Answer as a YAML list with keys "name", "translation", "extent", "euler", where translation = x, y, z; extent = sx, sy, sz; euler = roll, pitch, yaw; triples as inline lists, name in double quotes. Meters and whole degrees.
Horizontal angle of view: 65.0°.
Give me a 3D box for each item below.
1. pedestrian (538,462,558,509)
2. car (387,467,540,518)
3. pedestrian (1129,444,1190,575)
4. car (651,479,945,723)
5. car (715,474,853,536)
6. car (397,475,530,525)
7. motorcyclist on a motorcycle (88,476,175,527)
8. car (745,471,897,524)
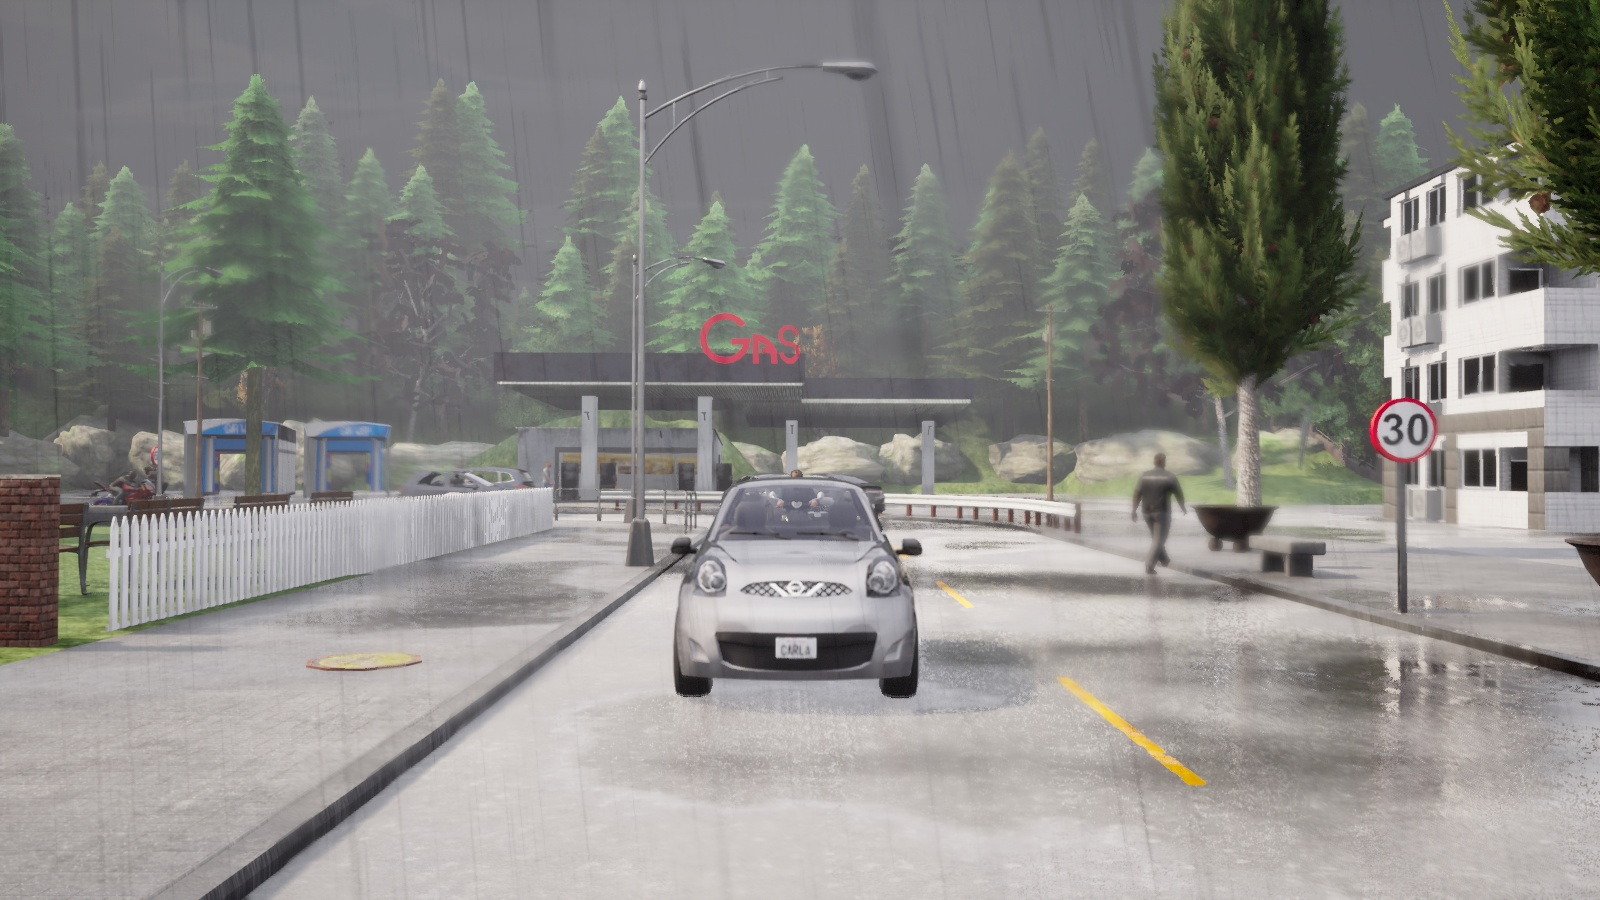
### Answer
- name: "pedestrian"
  translation: [-9.781, 1.381, 48.774]
  extent: [0.706, 1.836, 0.354]
  euler: [0, -1, -2]
- name: "car"
  translation: [-11.424, 1.422, 42.847]
  extent: [4.611, 1.667, 2.242]
  euler: [0, -1, 1]
- name: "pedestrian"
  translation: [5.303, 0.861, 18.523]
  extent: [0.563, 1.883, 0.849]
  euler: [-1, -1, 38]
- name: "car"
  translation: [-0.018, 0.991, 9.720]
  extent: [1.845, 1.501, 3.633]
  euler: [0, -1, 0]
- name: "car"
  translation: [-0.527, 1.368, 32.580]
  extent: [1.837, 1.490, 4.892]
  euler: [1, -1, -23]
- name: "car"
  translation: [-10.350, 1.521, 38.829]
  extent: [3.633, 1.501, 1.845]
  euler: [0, -1, 0]
- name: "motorcyclist on a motorcycle"
  translation: [-20.637, 1.582, 38.791]
  extent: [2.191, 1.530, 0.866]
  euler: [0, -1, 0]
- name: "car"
  translation: [0.564, 1.422, 38.866]
  extent: [2.128, 1.511, 4.902]
  euler: [1, -1, -37]
